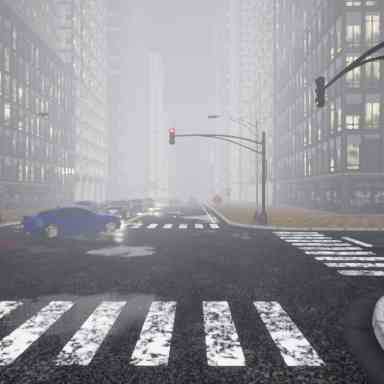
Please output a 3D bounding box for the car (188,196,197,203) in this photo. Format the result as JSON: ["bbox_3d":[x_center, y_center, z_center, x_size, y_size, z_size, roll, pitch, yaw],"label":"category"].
[{"bbox_3d":[0.068,1.622,71.352,1.882,1.535,5.008,0,0,0],"label":"car"}]

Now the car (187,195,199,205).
[{"bbox_3d":[0.105,1.631,61.505,1.812,1.442,4.674,0,0,0],"label":"car"}]

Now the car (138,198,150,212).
[{"bbox_3d":[-6.599,1.521,39.653,1.882,1.535,5.008,0,0,0],"label":"car"}]

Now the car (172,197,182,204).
[{"bbox_3d":[-3.181,1.703,70.331,1.994,1.385,4.181,0,0,0],"label":"car"}]

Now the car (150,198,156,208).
[{"bbox_3d":[-6.593,1.594,49.700,1.812,1.442,4.674,0,0,0],"label":"car"}]

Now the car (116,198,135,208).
[{"bbox_3d":[-9.839,1.631,49.432,1.994,1.385,4.181,0,0,0],"label":"car"}]

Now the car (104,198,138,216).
[{"bbox_3d":[-6.600,1.517,30.125,2.128,1.511,4.902,0,0,0],"label":"car"}]

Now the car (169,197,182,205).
[{"bbox_3d":[-3.150,1.592,60.003,2.128,1.511,4.902,0,0,0],"label":"car"}]

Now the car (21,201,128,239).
[{"bbox_3d":[-6.199,1.483,17.492,5.008,1.535,1.882,0,1,-40],"label":"car"}]

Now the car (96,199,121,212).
[{"bbox_3d":[-9.848,1.607,39.508,1.994,1.385,4.181,0,0,0],"label":"car"}]

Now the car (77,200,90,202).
[{"bbox_3d":[-9.853,1.503,30.374,1.882,1.535,5.008,0,0,0],"label":"car"}]
